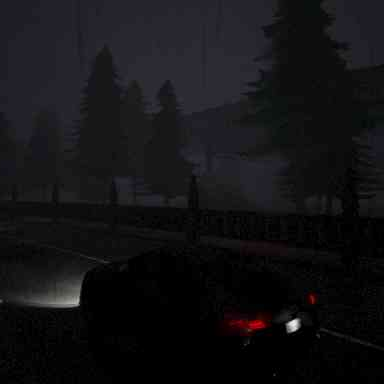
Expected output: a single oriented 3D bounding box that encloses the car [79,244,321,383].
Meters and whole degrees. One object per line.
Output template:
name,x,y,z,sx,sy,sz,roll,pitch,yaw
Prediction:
car,-0.158,1.564,5.432,1.994,1.385,4.181,0,0,-43
